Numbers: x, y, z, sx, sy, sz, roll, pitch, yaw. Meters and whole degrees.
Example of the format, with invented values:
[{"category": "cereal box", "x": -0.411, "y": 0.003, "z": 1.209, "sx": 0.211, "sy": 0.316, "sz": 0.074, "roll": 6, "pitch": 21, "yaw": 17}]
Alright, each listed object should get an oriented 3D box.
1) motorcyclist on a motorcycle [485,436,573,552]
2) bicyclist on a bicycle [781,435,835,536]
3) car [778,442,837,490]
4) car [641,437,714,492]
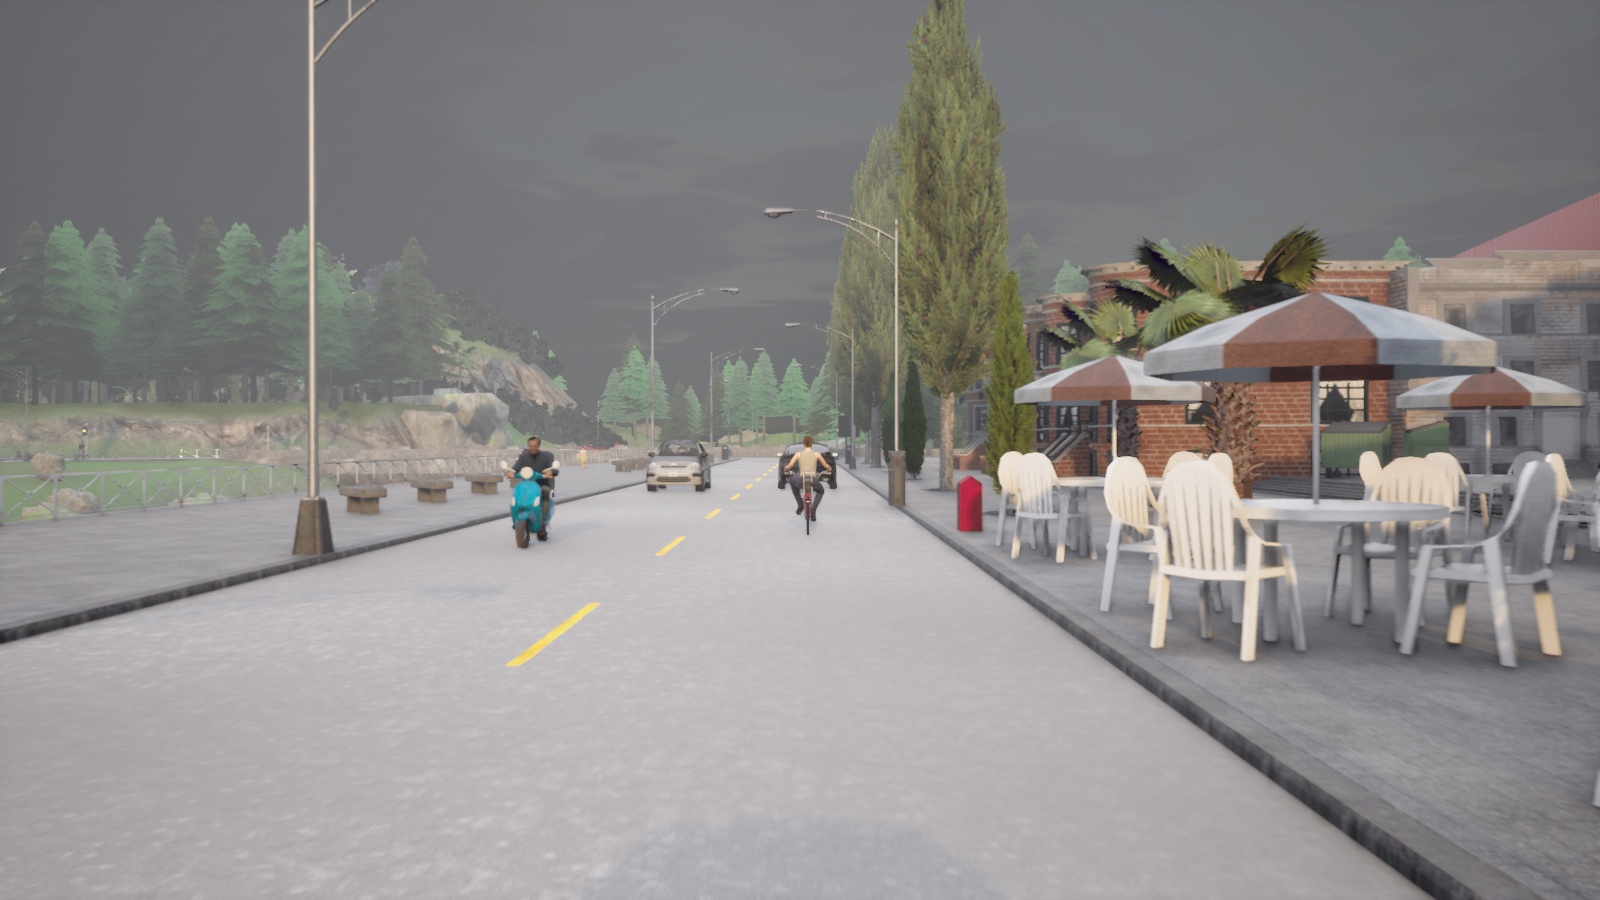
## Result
[{"category": "motorcyclist on a motorcycle", "x": -3.883, "y": 0.595, "z": 18.143, "sx": 0.866, "sy": 1.590, "sz": 1.817, "roll": 0, "pitch": 0, "yaw": 0}, {"category": "bicyclist on a bicycle", "x": 0.130, "y": 0.566, "z": 20.793, "sx": 0.866, "sy": 1.612, "sz": 1.509, "roll": 0, "pitch": 0, "yaw": 0}, {"category": "car", "x": 0.249, "y": 0.486, "z": 42.298, "sx": 1.882, "sy": 1.535, "sz": 5.008, "roll": 0, "pitch": 0, "yaw": 0}, {"category": "car", "x": -3.767, "y": 0.421, "z": 39.233, "sx": 1.851, "sy": 1.617, "sz": 3.988, "roll": 0, "pitch": 0, "yaw": 0}]
